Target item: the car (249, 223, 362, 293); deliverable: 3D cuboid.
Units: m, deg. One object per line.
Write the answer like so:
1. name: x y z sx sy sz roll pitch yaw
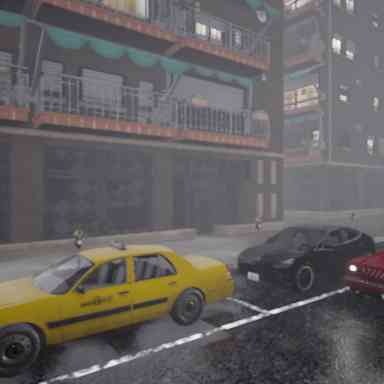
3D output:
1. car: 3.166 1.538 8.816 4.313 1.339 1.947 0 0 -36

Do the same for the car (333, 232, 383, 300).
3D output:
1. car: 5.315 1.570 7.169 4.718 1.301 1.895 0 0 -35

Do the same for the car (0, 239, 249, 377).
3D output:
1. car: -1.468 1.518 5.509 4.829 1.417 1.752 0 0 -35
